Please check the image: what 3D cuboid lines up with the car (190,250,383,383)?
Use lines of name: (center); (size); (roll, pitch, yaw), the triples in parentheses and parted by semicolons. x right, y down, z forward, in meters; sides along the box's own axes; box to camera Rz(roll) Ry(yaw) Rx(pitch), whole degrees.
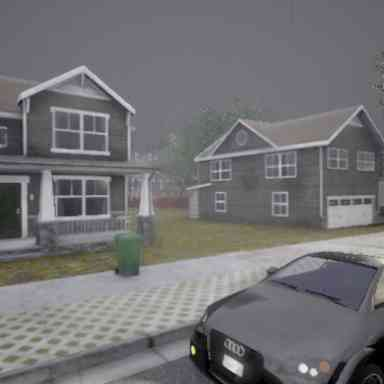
car: (2.036, 1.565, 4.515); (4.181, 1.385, 1.994); (0, 0, -35)
